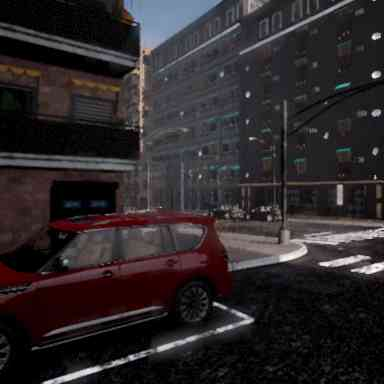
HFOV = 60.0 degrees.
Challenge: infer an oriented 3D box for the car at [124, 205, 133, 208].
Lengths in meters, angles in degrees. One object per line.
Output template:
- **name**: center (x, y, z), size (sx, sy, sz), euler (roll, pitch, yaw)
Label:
- **car**: center (-6.930, 2.185, 35.043), size (2.008, 1.369, 4.403), euler (-1, 0, -36)

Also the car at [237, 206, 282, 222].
- **car**: center (6.712, 1.977, 30.843), size (2.008, 1.369, 4.403), euler (-1, 0, -36)

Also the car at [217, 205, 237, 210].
- **car**: center (3.486, 2.085, 35.334), size (2.008, 1.369, 4.403), euler (-1, 0, -36)

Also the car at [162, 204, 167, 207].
- **car**: center (-3.155, 2.302, 44.431), size (1.887, 1.381, 4.507), euler (-1, 0, -36)

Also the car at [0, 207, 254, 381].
- **car**: center (-1.598, 1.318, 5.419), size (5.009, 1.841, 2.192), euler (0, 0, -35)
